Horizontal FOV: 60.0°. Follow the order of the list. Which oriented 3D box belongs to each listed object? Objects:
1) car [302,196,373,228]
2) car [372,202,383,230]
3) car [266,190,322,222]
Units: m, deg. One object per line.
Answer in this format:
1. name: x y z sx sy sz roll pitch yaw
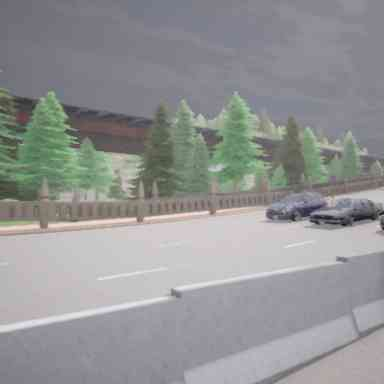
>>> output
1. car: 8.959 1.053 18.976 5.357 1.411 2.033 -4 3 -35
2. car: 10.971 1.033 16.111 4.674 1.442 1.812 -4 3 -35
3. car: 6.950 0.856 21.841 4.553 1.767 2.097 -4 3 -35
